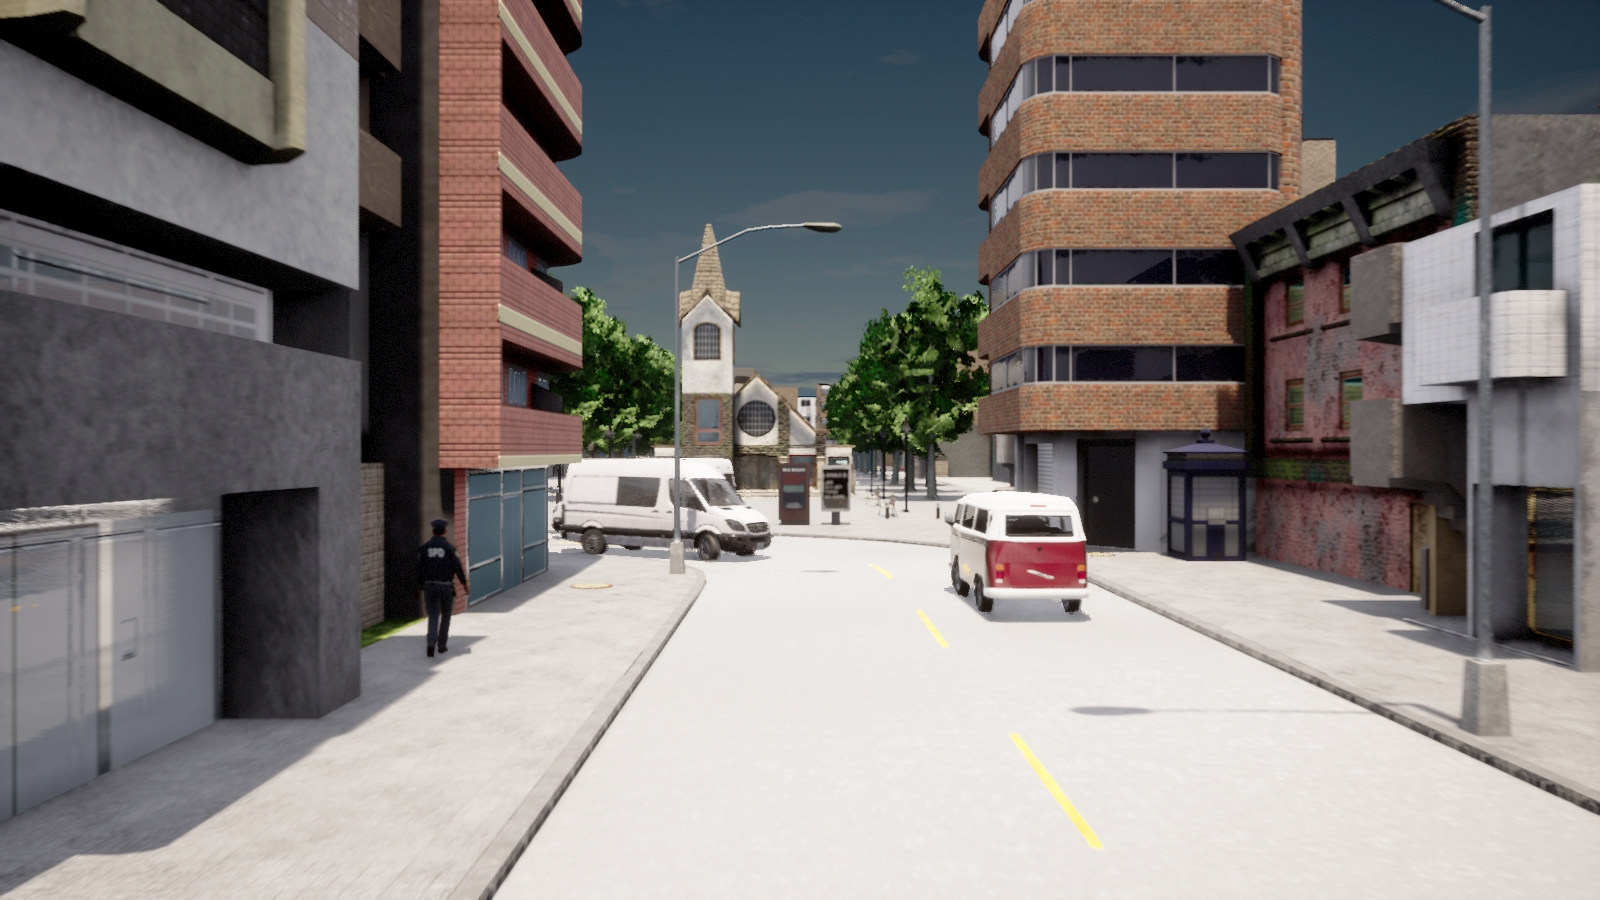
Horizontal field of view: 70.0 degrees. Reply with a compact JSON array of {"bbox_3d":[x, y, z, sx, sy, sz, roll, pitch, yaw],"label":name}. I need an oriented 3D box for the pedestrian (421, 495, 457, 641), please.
[{"bbox_3d":[-4.689,1.522,14.859,0.375,1.860,0.375,0,0,-7],"label":"pedestrian"}]

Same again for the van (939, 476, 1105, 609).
[{"bbox_3d":[3.887,1.561,20.859,2.069,2.038,4.480,0,0,-1],"label":"van"}]

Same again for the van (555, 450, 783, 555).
[{"bbox_3d":[-3.530,1.313,30.285,5.915,2.561,1.988,0,-2,30],"label":"van"}]
